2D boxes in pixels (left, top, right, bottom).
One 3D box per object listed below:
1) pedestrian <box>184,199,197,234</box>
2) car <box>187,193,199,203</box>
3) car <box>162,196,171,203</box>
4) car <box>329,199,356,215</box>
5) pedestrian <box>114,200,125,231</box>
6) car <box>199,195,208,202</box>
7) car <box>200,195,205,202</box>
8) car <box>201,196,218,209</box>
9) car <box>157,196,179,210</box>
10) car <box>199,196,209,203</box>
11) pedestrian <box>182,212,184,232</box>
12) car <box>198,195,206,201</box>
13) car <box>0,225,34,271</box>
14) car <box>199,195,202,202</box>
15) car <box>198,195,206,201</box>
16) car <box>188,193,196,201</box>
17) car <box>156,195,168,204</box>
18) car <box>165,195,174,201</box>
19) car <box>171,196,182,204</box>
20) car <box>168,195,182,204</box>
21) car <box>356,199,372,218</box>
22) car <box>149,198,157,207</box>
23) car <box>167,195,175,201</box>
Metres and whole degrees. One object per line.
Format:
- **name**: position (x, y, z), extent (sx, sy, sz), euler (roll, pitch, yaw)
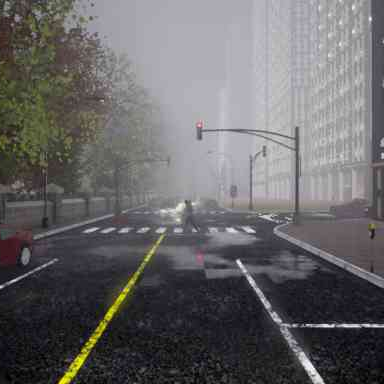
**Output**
- **pedestrian**: position (-0.081, 1.298, 17.865), extent (0.375, 1.860, 0.375), euler (0, 0, 0)
- **car**: position (-0.017, 1.590, 73.463), extent (2.033, 1.411, 5.357), euler (0, 0, 0)
- **car**: position (-5.706, 1.586, 74.585), extent (1.752, 1.417, 4.829), euler (0, 0, 0)
- **car**: position (14.599, 1.308, 29.806), extent (4.181, 1.385, 1.994), euler (-1, 0, 0)
- **pedestrian**: position (-4.205, 1.299, 19.148), extent (0.375, 1.860, 0.375), euler (0, 0, 0)
- **car**: position (2.673, 1.511, 80.389), extent (1.967, 1.590, 4.097), euler (0, 0, 0)
- **car**: position (2.679, 1.597, 52.226), extent (1.947, 1.339, 4.313), euler (0, 0, 0)
- **car**: position (2.680, 1.592, 46.594), extent (1.947, 1.339, 4.313), euler (0, 0, 0)
- **car**: position (-3.101, 1.588, 43.993), extent (1.994, 1.385, 4.181), euler (0, 0, 0)
- **car**: position (2.675, 1.606, 74.757), extent (1.887, 1.381, 4.507), euler (0, 0, 0)
- **pedestrian**: position (-0.232, 1.298, 18.549), extent (0.375, 1.860, 0.375), euler (0, 0, 0)
- **car**: position (2.670, 1.642, 91.653), extent (2.008, 1.369, 4.403), euler (0, 0, 0)
- **car**: position (-5.819, 1.546, 8.673), extent (1.887, 1.381, 4.507), euler (0, 0, 0)
- **car**: position (2.678, 1.604, 57.859), extent (1.947, 1.339, 4.313), euler (0, 0, 0)
- **car**: position (2.672, 1.521, 86.020), extent (1.967, 1.590, 4.097), euler (0, 0, 0)
- **car**: position (-0.020, 1.177, 83.910), extent (2.150, 2.045, 5.566), euler (0, 0, 0)
- **car**: position (-5.703, 1.485, 63.490), extent (1.967, 1.590, 4.097), euler (0, 0, 0)
- **car**: position (-5.708, 1.521, 86.018), extent (1.967, 1.590, 4.097), euler (0, 0, 0)
- **car**: position (-3.054, 1.573, 65.677), extent (1.812, 1.442, 4.674), euler (0, 0, 1)
- **car**: position (-3.097, 1.527, 55.078), extent (2.128, 1.511, 4.902), euler (0, 0, 0)
- **car**: position (14.668, 1.282, 24.005), extent (4.313, 1.339, 1.947), euler (-1, 1, 0)
- **car**: position (-5.701, 1.613, 52.224), extent (1.802, 1.307, 4.206), euler (0, 0, 0)
- **car**: position (-5.711, 1.636, 91.651), extent (1.887, 1.381, 4.507), euler (0, 0, 0)
